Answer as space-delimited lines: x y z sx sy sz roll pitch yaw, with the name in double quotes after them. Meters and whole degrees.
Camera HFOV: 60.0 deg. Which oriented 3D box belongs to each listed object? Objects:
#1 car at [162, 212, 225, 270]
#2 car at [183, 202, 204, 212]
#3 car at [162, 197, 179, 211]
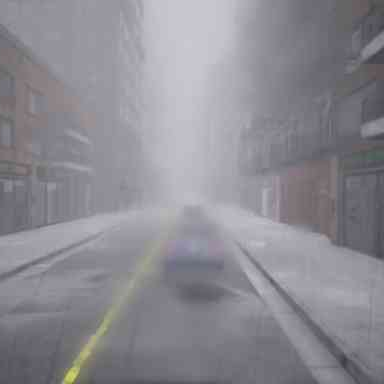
0.072 1.624 11.305 2.033 1.411 5.357 0 0 1 "car"
0.153 1.697 31.403 1.882 1.535 5.008 0 -1 0 "car"
-2.955 1.666 46.319 2.097 1.767 4.553 0 0 0 "car"
